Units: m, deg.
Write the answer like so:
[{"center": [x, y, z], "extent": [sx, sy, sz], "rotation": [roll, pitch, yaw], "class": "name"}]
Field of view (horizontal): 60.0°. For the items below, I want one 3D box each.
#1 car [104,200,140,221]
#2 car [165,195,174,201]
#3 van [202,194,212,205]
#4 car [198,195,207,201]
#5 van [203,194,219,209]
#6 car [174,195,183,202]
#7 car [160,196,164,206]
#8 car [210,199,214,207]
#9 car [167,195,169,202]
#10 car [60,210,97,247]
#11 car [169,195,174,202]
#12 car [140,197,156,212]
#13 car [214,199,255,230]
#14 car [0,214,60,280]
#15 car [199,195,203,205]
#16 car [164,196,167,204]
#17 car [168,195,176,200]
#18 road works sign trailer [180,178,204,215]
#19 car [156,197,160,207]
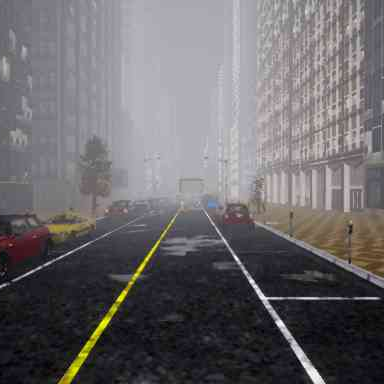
[{"center": [-5.699, 1.435, 26.660], "extent": [1.967, 1.590, 4.097], "rotation": [-1, 0, 0], "class": "car"}, {"center": [-5.697, 1.536, 83.496], "extent": [2.008, 1.369, 4.403], "rotation": [-1, 0, 0], "class": "car"}, {"center": [2.681, 1.331, 60.762], "extent": [1.690, 1.788, 3.998], "rotation": [-1, 0, 0], "class": "van"}, {"center": [2.683, 1.536, 83.496], "extent": [2.008, 1.369, 4.403], "rotation": [-1, 0, 0], "class": "car"}, {"center": [2.681, 1.333, 43.711], "extent": [1.690, 1.788, 3.998], "rotation": [-1, 0, 0], "class": "van"}, {"center": [-3.000, 1.462, 76.725], "extent": [1.812, 1.442, 4.674], "rotation": [0, 0, 0], "class": "car"}, {"center": [-5.697, 1.536, 49.395], "extent": [1.887, 1.381, 4.507], "rotation": [-1, 0, 0], "class": "car"}, {"center": [2.683, 1.520, 26.830], "extent": [1.752, 1.417, 4.829], "rotation": [-1, 0, 0], "class": "car"}, {"center": [-5.697, 1.572, 60.762], "extent": [1.802, 1.307, 4.206], "rotation": [-1, 0, 0], "class": "car"}, {"center": [-5.698, 1.522, 15.123], "extent": [1.752, 1.417, 4.829], "rotation": [-1, 0, 0], "class": "car"}, {"center": [-5.698, 1.538, 72.129], "extent": [2.008, 1.369, 4.403], "rotation": [-1, 0, 0], "class": "car"}, {"center": [-5.698, 1.544, 38.027], "extent": [2.008, 1.369, 4.403], "rotation": [-1, 0, 0], "class": "car"}, {"center": [2.682, 1.436, 20.977], "extent": [1.967, 1.590, 4.097], "rotation": [-1, 0, 0], "class": "car"}, {"center": [-5.699, 1.438, 9.609], "extent": [1.967, 1.590, 4.097], "rotation": [-1, 0, 0], "class": "car"}, {"center": [2.681, 1.306, 55.078], "extent": [2.192, 1.841, 5.009], "rotation": [-1, 0, 0], "class": "car"}, {"center": [-5.698, 1.541, 55.078], "extent": [2.008, 1.369, 4.403], "rotation": [-1, 0, 0], "class": "car"}, {"center": [-5.697, 1.565, 94.863], "extent": [1.802, 1.307, 4.206], "rotation": [-1, 0, 0], "class": "car"}, {"center": [-0.012, 0.423, 34.043], "extent": [2.380, 3.560, 2.880], "rotation": [-1, 1, 0], "class": "road works sign trailer"}, {"center": [-5.697, 1.558, 43.711], "extent": [1.947, 1.339, 4.313], "rotation": [-1, 0, 0], "class": "car"}]
